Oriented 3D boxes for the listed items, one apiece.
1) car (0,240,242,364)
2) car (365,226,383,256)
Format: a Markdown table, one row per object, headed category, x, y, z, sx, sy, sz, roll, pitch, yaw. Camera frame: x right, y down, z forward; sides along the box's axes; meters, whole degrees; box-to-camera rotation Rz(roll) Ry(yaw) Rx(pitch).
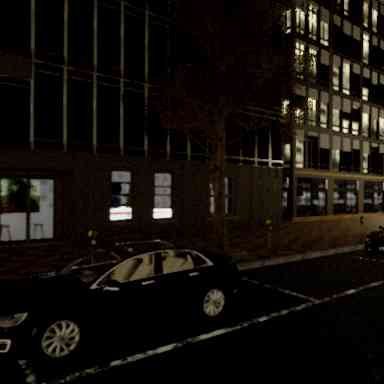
| category | x | y | z | sx | sy | sz | roll | pitch | yaw |
| --- | --- | --- | --- | --- | --- | --- | --- | --- | --- |
| car | -1.088 | 1.573 | 5.782 | 4.403 | 1.369 | 2.008 | 1 | 0 | -35 |
| car | 8.201 | 1.662 | 12.391 | 4.507 | 1.381 | 1.887 | 1 | 0 | -35 |
